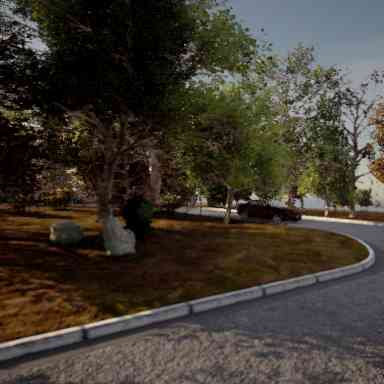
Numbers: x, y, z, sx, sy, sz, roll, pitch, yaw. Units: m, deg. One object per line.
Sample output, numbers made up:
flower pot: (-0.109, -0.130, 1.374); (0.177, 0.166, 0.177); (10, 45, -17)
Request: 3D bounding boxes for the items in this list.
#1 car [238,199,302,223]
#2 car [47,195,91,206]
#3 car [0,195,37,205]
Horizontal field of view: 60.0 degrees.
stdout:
car: (5.449, 1.301, 23.720); (1.882, 1.535, 5.008); (2, 0, -36)
car: (-13.510, 0.841, 36.640); (4.674, 1.442, 1.812); (2, -1, -22)
car: (-19.713, 0.524, 37.061); (4.553, 1.767, 2.097); (2, -1, -33)
